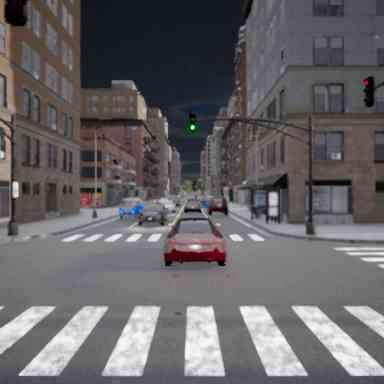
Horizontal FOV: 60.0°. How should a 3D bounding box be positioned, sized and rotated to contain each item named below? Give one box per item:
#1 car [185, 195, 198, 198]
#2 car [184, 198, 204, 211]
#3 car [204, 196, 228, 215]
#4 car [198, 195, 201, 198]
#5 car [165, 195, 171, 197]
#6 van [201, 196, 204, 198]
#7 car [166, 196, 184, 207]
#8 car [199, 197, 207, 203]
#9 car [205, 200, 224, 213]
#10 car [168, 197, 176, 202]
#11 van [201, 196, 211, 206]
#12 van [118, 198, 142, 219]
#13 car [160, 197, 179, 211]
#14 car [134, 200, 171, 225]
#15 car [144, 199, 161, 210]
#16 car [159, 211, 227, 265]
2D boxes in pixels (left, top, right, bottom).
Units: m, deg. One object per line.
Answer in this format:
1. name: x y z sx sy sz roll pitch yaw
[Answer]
1. car: 0.061 1.745 63.874 1.837 1.490 4.892 0 0 0
2. car: 0.090 1.716 40.162 1.994 1.385 4.181 0 0 0
3. car: 2.697 1.448 35.164 2.192 1.841 5.009 0 0 0
4. car: 2.673 1.528 56.789 2.192 1.841 5.009 0 0 0
5. car: -5.412 1.758 62.022 1.752 1.417 4.829 0 0 0
6. van: 2.679 1.535 51.382 1.690 1.788 3.998 0 0 0
7. car: -2.797 1.752 54.315 2.033 1.411 5.357 0 0 1
8. car: 2.649 1.818 78.583 1.752 1.417 4.829 0 0 0
9. car: 2.691 1.704 40.569 2.008 1.369 4.403 0 0 0
10. car: -5.411 1.914 89.222 1.802 1.307 4.206 0 0 0
11. van: 2.667 1.574 62.195 1.690 1.788 3.998 0 0 0
12. van: -5.414 1.454 29.755 1.690 1.788 3.998 0 0 0
13. car: -2.842 1.671 38.389 1.812 1.442 4.674 0 0 0
14. car: -2.846 1.600 24.997 1.837 1.490 4.892 0 0 0
15. car: -5.413 1.718 45.972 1.887 1.381 4.507 0 0 0
16. car: 0.095 1.602 11.835 1.994 1.385 4.181 0 0 0
